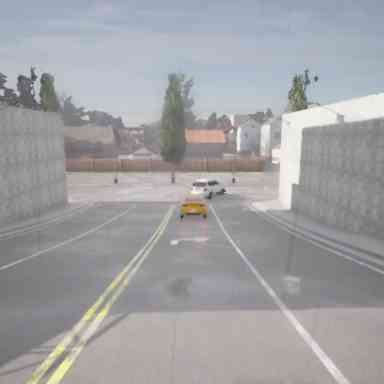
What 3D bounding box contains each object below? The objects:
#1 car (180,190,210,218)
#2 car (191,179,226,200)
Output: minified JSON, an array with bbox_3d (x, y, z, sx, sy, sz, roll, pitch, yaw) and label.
[{"bbox_3d":[0.090,0.954,25.056,1.882,1.535,5.008,0,4,0],"label":"car"},{"bbox_3d":[1.857,-0.441,37.232,2.150,2.045,5.566,4,9,27],"label":"car"}]
